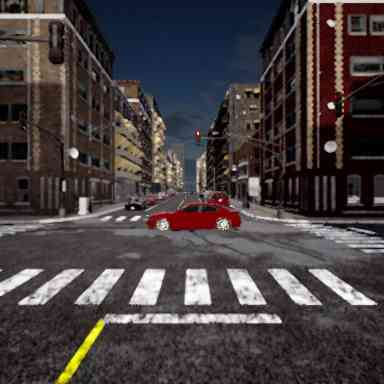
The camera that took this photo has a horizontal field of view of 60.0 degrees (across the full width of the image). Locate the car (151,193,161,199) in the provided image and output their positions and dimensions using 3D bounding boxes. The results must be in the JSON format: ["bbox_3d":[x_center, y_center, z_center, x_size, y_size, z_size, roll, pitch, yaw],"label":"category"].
[{"bbox_3d":[-5.688,0.989,45.111,1.887,1.381,4.507,1,1,0],"label":"car"}]

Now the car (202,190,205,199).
[{"bbox_3d":[2.698,0.823,39.589,2.192,1.841,5.009,1,1,0],"label":"car"}]

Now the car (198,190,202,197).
[{"bbox_3d":[2.684,0.662,78.252,1.947,1.339,4.313,1,1,0],"label":"car"}]

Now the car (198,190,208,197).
[{"bbox_3d":[2.686,0.358,83.774,2.192,1.841,5.009,1,1,0],"label":"car"}]

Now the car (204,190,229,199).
[{"bbox_3d":[2.699,0.889,34.065,2.192,1.841,5.009,1,1,0],"label":"car"}]

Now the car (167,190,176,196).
[{"bbox_3d":[-5.697,0.256,94.819,2.192,1.841,5.009,1,1,0],"label":"car"}]

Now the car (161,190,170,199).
[{"bbox_3d":[-5.692,0.816,61.680,2.008,1.369,4.403,1,1,0],"label":"car"}]

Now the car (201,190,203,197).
[{"bbox_3d":[2.694,0.885,45.115,1.967,1.590,4.097,1,1,0],"label":"car"}]

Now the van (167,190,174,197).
[{"bbox_3d":[-5.696,0.332,89.296,1.690,1.788,3.998,1,1,0],"label":"van"}]

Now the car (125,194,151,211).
[{"bbox_3d":[-5.685,1.140,34.063,1.947,1.339,4.313,1,1,0],"label":"car"}]

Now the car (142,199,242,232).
[{"bbox_3d":[0.134,1.316,17.698,5.008,1.535,1.882,0,0,0],"label":"car"}]

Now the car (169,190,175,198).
[{"bbox_3d":[-5.697,0.679,78.249,1.802,1.307,4.206,1,1,0],"label":"car"}]
